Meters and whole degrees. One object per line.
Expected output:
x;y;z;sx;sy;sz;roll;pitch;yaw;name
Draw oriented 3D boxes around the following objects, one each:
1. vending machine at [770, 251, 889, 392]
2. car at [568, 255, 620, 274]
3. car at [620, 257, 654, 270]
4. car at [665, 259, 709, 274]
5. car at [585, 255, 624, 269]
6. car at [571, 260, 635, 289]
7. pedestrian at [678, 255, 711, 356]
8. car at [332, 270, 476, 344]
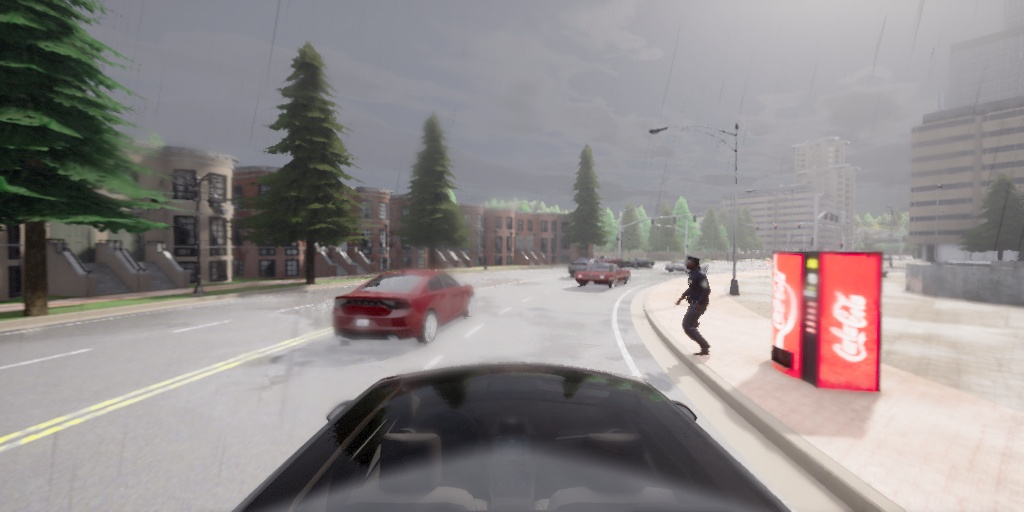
4.637;0.916;5.411;1.100;2.100;0.880;0;0;8;vending machine
6.084;0.861;27.422;2.128;1.511;4.902;1;1;37;car
13.856;0.816;40.002;4.718;1.301;1.895;0;1;-39;car
16.210;0.945;33.101;4.718;1.301;1.895;0;1;-36;car
10.958;0.639;42.135;5.008;1.535;1.882;0;1;-40;car
5.322;1.078;20.518;1.895;1.301;4.718;1;1;33;car
3.253;0.839;6.352;0.375;1.860;0.375;1;1;9;pedestrian
-2.395;1.088;9.270;1.882;1.535;5.008;0;1;11;car
